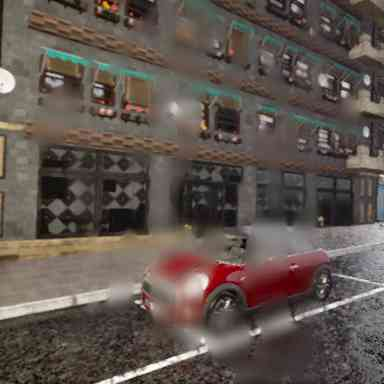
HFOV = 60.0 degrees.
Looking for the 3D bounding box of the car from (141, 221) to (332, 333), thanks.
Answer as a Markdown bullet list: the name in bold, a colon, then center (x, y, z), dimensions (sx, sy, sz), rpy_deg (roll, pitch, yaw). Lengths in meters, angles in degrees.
- **car**: center (1.016, 1.462, 6.798), dimensions (4.097, 1.590, 1.967), rpy_deg (0, 2, -36)
